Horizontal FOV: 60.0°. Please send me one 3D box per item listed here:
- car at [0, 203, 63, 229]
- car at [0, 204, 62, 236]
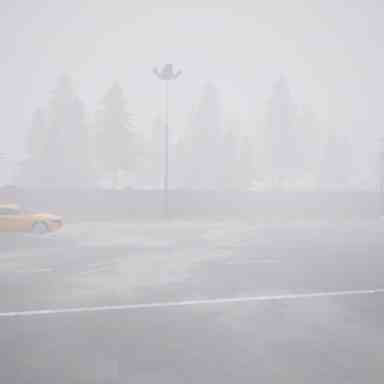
[{"bbox_3d":[-10.612,1.460,20.503,4.674,1.442,1.812,1,0,-12],"label":"car"},{"bbox_3d":[-9.382,1.418,17.176,5.008,1.535,1.882,1,0,-12],"label":"car"}]
